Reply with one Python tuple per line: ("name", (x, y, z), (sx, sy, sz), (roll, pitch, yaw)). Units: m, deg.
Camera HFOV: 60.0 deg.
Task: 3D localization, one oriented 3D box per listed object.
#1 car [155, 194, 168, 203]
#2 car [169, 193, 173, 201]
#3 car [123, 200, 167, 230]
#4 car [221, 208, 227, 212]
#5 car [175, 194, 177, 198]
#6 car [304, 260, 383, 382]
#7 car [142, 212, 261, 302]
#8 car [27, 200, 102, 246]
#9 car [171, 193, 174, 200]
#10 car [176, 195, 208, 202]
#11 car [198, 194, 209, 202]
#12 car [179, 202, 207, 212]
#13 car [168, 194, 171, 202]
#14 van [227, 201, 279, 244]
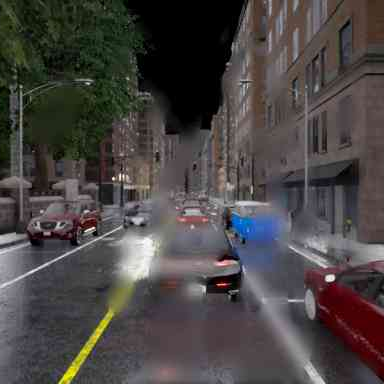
("car", (-5.690, 1.480, 59.048), (1.752, 1.417, 4.829), (0, 0, 0))
("car", (-5.694, 1.493, 70.120), (1.887, 1.381, 4.507), (0, 0, 0))
("car", (-3.054, 1.483, 21.177), (2.128, 1.511, 4.902), (0, 0, 1))
("car", (2.849, 1.557, 21.233), (1.947, 1.339, 4.313), (0, 0, 0))
("car", (-5.700, 1.496, 86.472), (2.008, 1.369, 4.403), (0, 0, 0))
("car", (2.854, 1.544, 4.252), (1.887, 1.381, 4.507), (0, 0, 0))
("car", (0.097, 1.490, 8.261), (2.128, 1.511, 4.902), (0, 0, 0))
("car", (-5.675, 1.310, 15.530), (2.192, 1.841, 5.009), (0, 0, 0))
("car", (-5.696, 1.491, 75.571), (1.887, 1.381, 4.507), (0, 0, 0))
("car", (0.039, 1.338, 27.480), (2.097, 1.767, 4.553), (0, 0, 2))
("car", (2.829, 1.387, 75.610), (1.967, 1.590, 4.097), (0, 0, 0))
("car", (0.097, 1.519, 18.523), (1.812, 1.442, 4.674), (0, 0, 0))
("car", (-5.692, 1.502, 64.669), (2.008, 1.369, 4.403), (0, 0, 0))
("van", (2.850, 1.336, 15.573), (1.690, 1.788, 3.998), (0, 0, 0))
